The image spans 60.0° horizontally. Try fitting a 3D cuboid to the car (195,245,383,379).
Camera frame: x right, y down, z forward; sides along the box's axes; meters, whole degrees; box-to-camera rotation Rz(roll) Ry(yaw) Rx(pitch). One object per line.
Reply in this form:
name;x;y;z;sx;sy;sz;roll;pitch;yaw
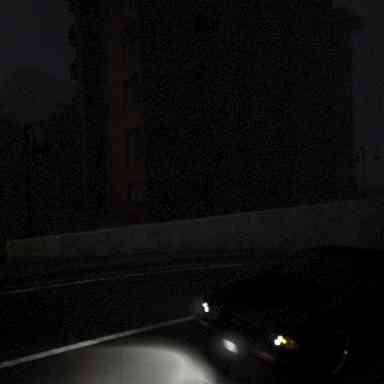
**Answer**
car;2.675;1.712;5.900;5.357;1.411;2.033;2;-1;-35
